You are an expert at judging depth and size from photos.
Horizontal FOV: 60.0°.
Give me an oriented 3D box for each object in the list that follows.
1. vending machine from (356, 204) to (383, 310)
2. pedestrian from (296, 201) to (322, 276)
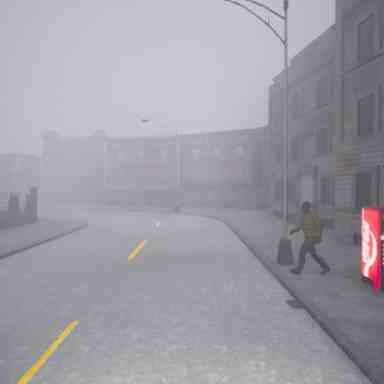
[{"bbox_3d":[4.299,1.324,7.140,1.100,2.100,0.880,0,1,0],"label":"vending machine"},{"bbox_3d":[2.828,1.087,8.081,0.375,1.860,0.375,0,1,0],"label":"pedestrian"}]
